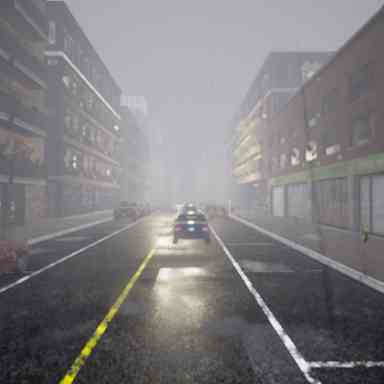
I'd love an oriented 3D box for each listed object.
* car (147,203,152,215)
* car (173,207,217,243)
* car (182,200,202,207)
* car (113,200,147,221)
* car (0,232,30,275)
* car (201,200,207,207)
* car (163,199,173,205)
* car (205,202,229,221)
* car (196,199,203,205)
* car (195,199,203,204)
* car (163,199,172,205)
[{"bbox_3d":[-5.961,1.877,36.756,1.967,1.590,4.097,0,-1,0],"label":"car"},{"bbox_3d":[-0.036,1.751,17.458,2.033,1.411,5.357,0,-1,0],"label":"car"},{"bbox_3d":[-0.204,2.019,40.942,2.033,1.411,5.357,0,-1,0],"label":"car"},{"bbox_3d":[-5.918,1.687,31.123,2.192,1.841,5.009,0,-1,0],"label":"car"},{"bbox_3d":[-5.746,1.695,8.576,1.802,1.307,4.206,0,-1,0],"label":"car"},{"bbox_3d":[2.376,2.029,42.452,1.887,1.381,4.507,0,-1,0],"label":"car"},{"bbox_3d":[-6.305,2.500,81.840,2.008,1.369,4.403,0,-1,0],"label":"car"},{"bbox_3d":[2.461,1.883,31.350,1.752,1.417,4.829,0,-1,0],"label":"car"},{"bbox_3d":[2.031,2.523,87.707,1.752,1.417,4.829,0,-1,0],"label":"car"},{"bbox_3d":[1.989,2.625,93.172,1.947,1.339,4.313,0,-1,0],"label":"car"},{"bbox_3d":[-6.349,2.563,87.477,2.008,1.369,4.403,0,-1,0],"label":"car"}]
